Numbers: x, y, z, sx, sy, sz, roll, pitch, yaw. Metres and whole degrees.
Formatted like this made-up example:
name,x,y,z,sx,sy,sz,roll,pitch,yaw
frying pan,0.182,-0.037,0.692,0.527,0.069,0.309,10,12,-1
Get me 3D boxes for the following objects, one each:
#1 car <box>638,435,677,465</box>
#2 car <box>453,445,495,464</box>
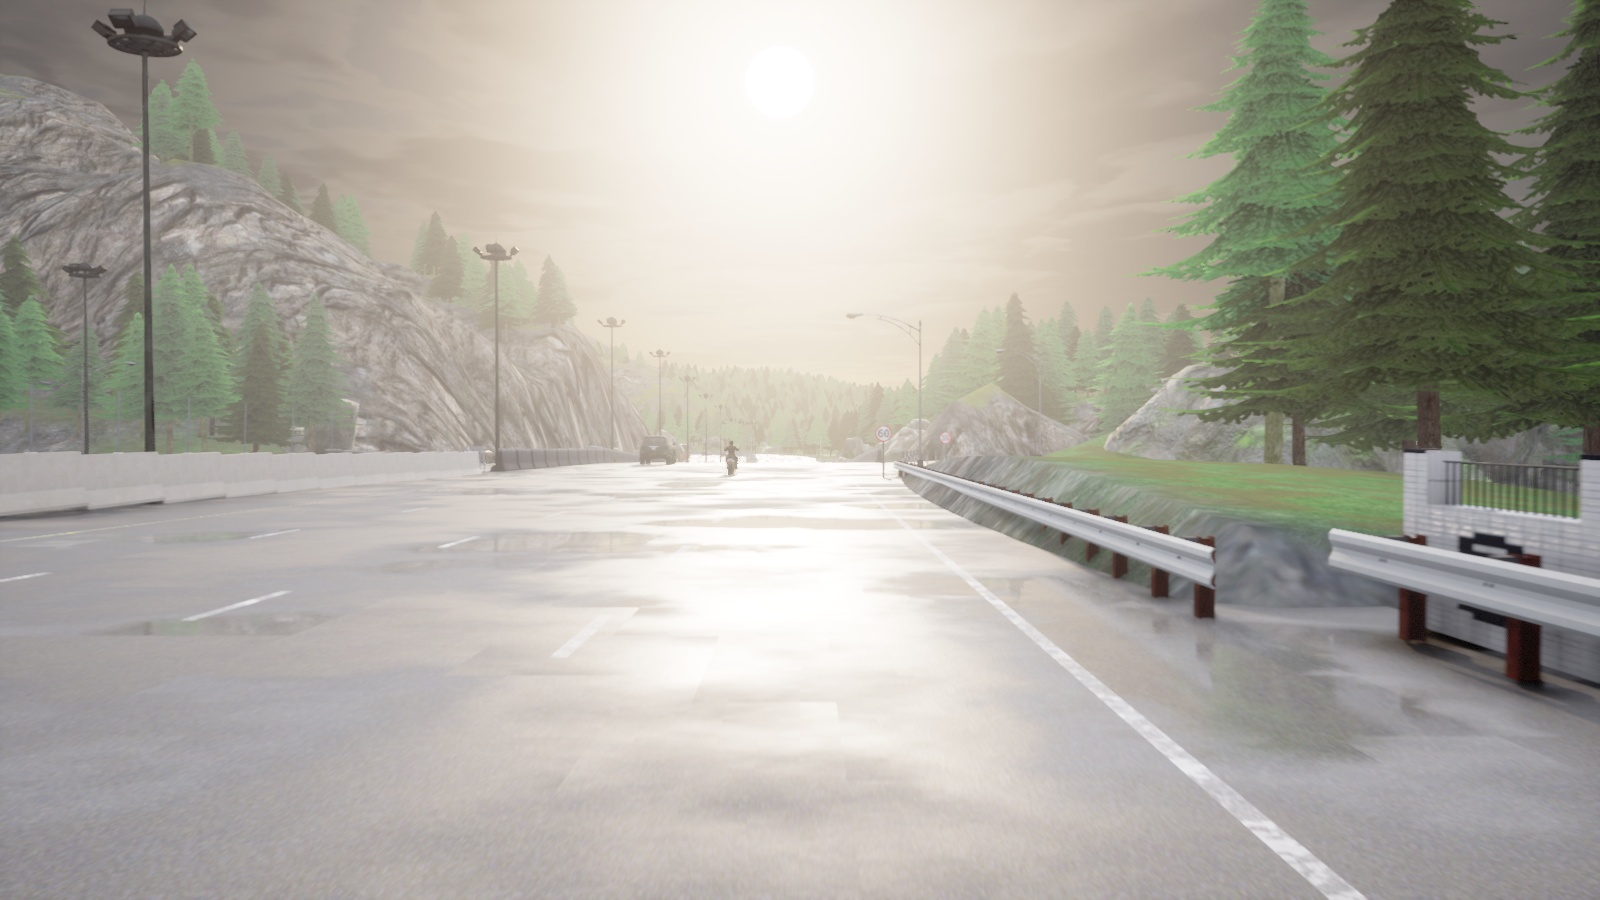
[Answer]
name,x,y,z,sx,sy,sz,roll,pitch,yaw
car,-10.130,-0.011,89.904,2.150,2.045,5.566,0,0,0
car,-24.121,0.326,92.955,1.994,1.385,4.181,0,0,0
